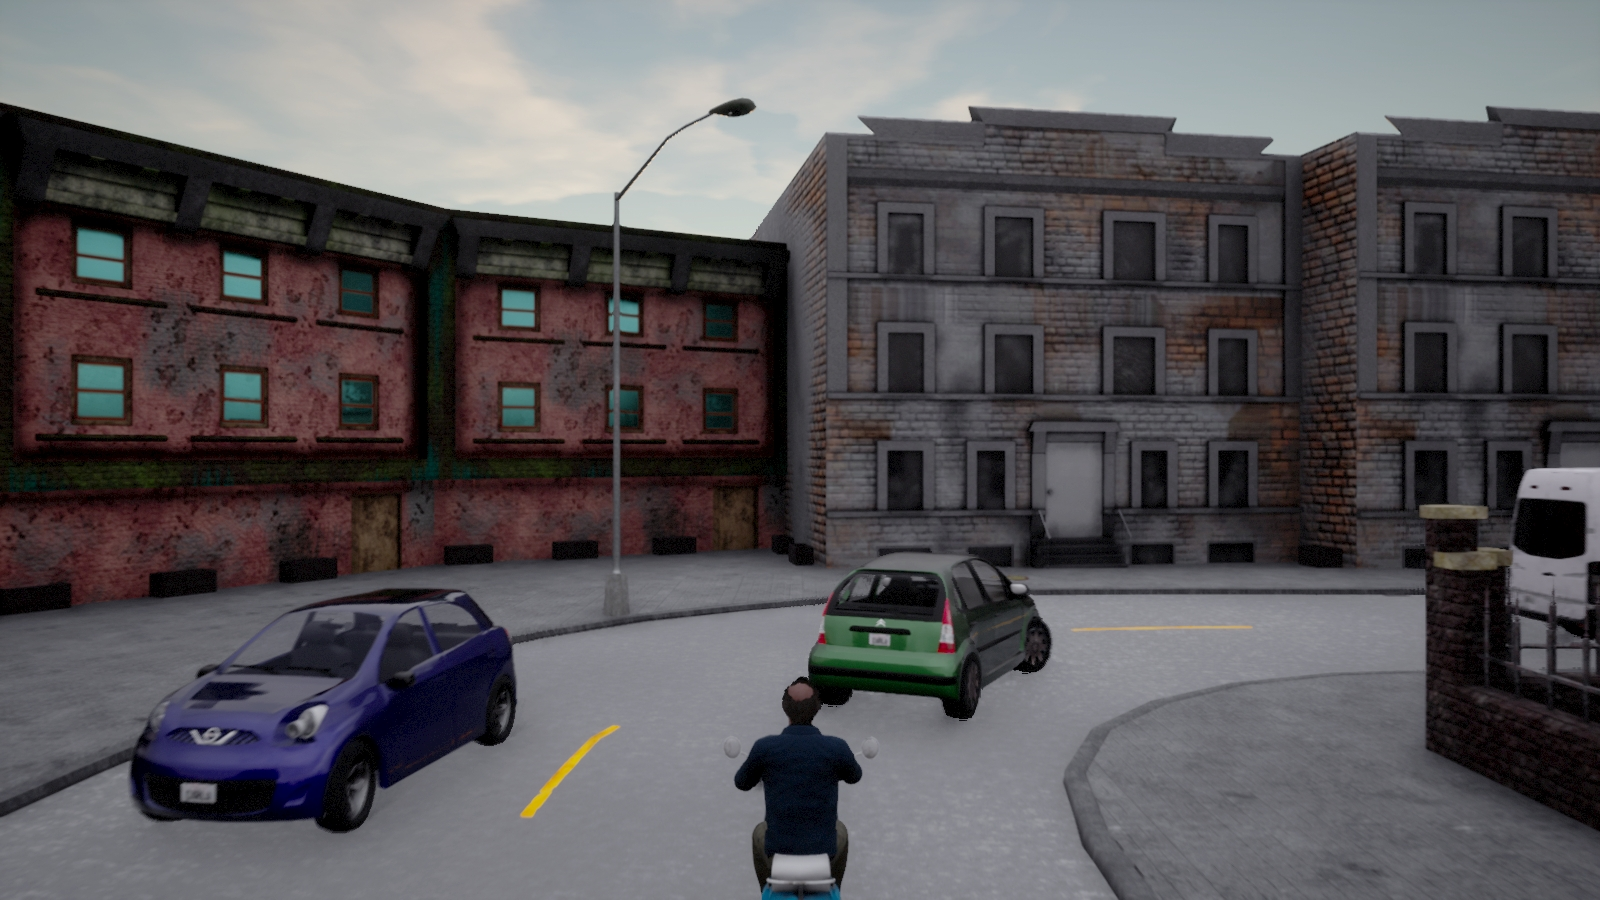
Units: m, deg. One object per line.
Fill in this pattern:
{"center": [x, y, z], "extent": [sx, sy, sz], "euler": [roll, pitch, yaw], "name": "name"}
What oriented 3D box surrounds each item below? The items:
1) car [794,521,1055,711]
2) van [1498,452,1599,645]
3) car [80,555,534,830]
{"center": [1.634, 1.781, 13.519], "extent": [1.851, 1.617, 3.988], "euler": [0, 0, 26], "name": "car"}
{"center": [13.468, 1.315, 16.214], "extent": [5.915, 2.561, 1.988], "euler": [0, 0, 0], "name": "van"}
{"center": [-3.844, 1.819, 9.665], "extent": [1.845, 1.501, 3.633], "euler": [0, 0, 10], "name": "car"}
